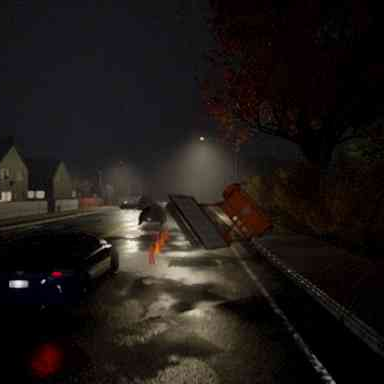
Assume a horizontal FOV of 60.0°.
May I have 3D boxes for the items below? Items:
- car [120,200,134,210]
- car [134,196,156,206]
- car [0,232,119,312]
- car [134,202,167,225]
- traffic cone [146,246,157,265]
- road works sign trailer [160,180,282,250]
[{"bbox_3d":[-9.569,1.993,50.611,2.033,1.411,5.357,0,0,1],"label":"car"},{"bbox_3d":[-6.345,1.632,47.100,2.150,2.045,5.566,0,0,0],"label":"car"},{"bbox_3d":[-3.103,1.643,7.993,1.994,1.385,4.181,0,-1,0],"label":"car"},{"bbox_3d":[-3.014,1.762,25.932,1.812,1.442,4.674,0,0,0],"label":"car"},{"bbox_3d":[-1.318,2.057,10.890,0.340,0.580,0.340,0,-1,0],"label":"traffic cone"},{"bbox_3d":[0.781,1.195,12.007,3.560,2.880,2.380,6,39,-49],"label":"road works sign trailer"}]
